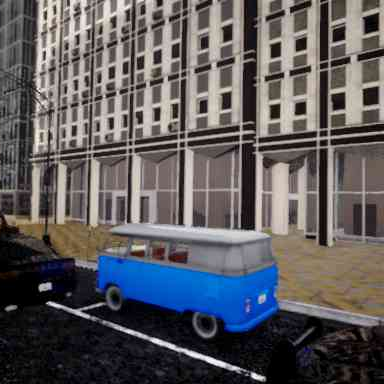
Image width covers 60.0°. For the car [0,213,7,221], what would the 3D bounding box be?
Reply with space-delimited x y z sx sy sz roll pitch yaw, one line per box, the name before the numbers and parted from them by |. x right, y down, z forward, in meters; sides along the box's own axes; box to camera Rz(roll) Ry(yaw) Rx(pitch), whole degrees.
car | -9.303 1.728 13.682 5.009 1.841 2.192 -1 -2 37

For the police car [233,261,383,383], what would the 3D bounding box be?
police car | 3.033 1.544 1.980 5.238 1.638 1.930 -1 -3 37

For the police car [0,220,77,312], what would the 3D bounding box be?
police car | -4.904 1.680 8.063 5.238 1.638 1.930 -1 -3 37

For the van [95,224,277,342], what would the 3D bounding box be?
van | -0.282 1.600 6.767 3.998 1.788 1.690 -1 -2 37
